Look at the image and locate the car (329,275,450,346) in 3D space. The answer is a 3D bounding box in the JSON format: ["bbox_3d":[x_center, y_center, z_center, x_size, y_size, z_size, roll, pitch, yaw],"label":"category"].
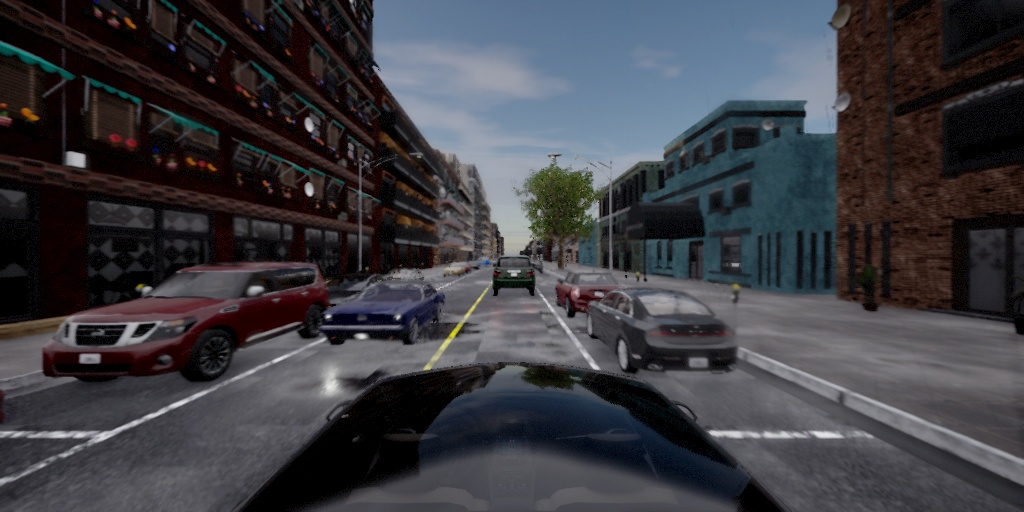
[{"bbox_3d":[-3.091,1.353,9.600,1.895,1.301,4.718,0,0,0],"label":"car"}]

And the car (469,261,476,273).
[{"bbox_3d":[-5.692,1.325,41.531,1.888,1.381,4.507,0,0,0],"label":"car"}]

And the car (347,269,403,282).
[{"bbox_3d":[-5.691,1.320,13.048,1.948,1.339,4.313,0,0,0],"label":"car"}]

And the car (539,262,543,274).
[{"bbox_3d":[2.689,1.330,41.529,2.007,1.370,4.403,0,0,0],"label":"car"}]

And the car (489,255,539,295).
[{"bbox_3d":[0.098,0.981,19.959,2.150,2.045,5.566,0,0,0],"label":"car"}]

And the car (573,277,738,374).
[{"bbox_3d":[2.690,1.302,7.349,2.007,1.370,4.403,0,0,0],"label":"car"}]

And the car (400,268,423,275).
[{"bbox_3d":[-5.691,1.309,18.743,2.007,1.370,4.403,0,0,0],"label":"car"}]

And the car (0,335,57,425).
[{"bbox_3d":[-5.691,1.332,1.654,1.802,1.307,4.207,0,0,0],"label":"car"}]

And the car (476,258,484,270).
[{"bbox_3d":[-5.693,1.361,52.923,1.948,1.339,4.313,0,0,0],"label":"car"}]

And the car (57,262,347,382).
[{"bbox_3d":[-5.691,1.066,7.350,2.192,1.841,5.009,0,0,0],"label":"car"}]

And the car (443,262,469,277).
[{"bbox_3d":[-5.692,1.299,35.664,1.751,1.417,4.829,0,0,0],"label":"car"}]

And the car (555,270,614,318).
[{"bbox_3d":[2.690,1.194,13.046,1.967,1.591,4.097,0,0,0],"label":"car"}]
